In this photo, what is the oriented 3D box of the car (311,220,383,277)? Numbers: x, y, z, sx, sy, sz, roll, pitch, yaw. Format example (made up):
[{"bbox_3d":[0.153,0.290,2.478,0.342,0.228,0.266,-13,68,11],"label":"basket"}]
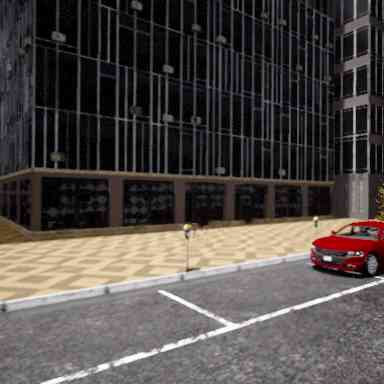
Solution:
[{"bbox_3d":[5.610,1.622,10.560,4.507,1.381,1.887,1,0,-36],"label":"car"}]
